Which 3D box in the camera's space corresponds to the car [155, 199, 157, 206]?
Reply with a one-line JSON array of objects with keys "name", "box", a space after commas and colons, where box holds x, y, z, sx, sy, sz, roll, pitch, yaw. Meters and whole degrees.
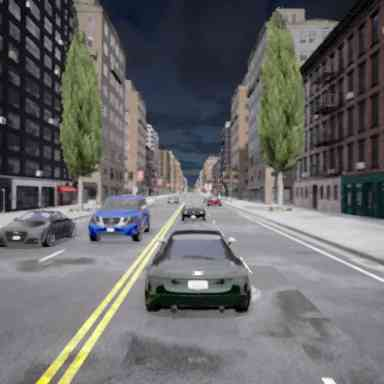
[{"name": "car", "box": [-6.530, 1.422, 50.989, 1.812, 1.442, 4.674, 0, 0, 0]}]

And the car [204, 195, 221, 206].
[{"name": "car", "box": [3.384, 1.289, 52.223, 2.097, 1.767, 4.553, 0, 0, 0]}]

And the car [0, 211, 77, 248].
[{"name": "car", "box": [-6.586, 1.516, 14.471, 1.994, 1.385, 4.181, 0, 0, 0]}]

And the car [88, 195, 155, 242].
[{"name": "car", "box": [-3.335, 1.185, 16.395, 2.150, 2.045, 5.566, 0, 0, 0]}]

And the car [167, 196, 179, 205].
[{"name": "car", "box": [-3.253, 1.393, 57.213, 2.128, 1.511, 4.902, 0, 0, 1]}]

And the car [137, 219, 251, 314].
[{"name": "car", "box": [0.105, 1.555, 7.712, 1.994, 1.385, 4.181, 0, 0, 0]}]

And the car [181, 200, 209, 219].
[{"name": "car", "box": [0.119, 1.564, 27.215, 1.895, 1.301, 4.718, 0, 0, 0]}]
